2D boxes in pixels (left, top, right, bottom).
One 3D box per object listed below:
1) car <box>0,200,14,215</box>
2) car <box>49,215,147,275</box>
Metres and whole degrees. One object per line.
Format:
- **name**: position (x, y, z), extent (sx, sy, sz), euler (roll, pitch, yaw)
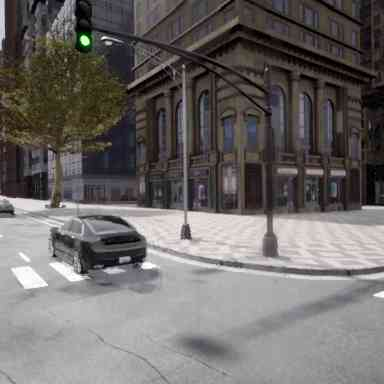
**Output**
- **car**: position (-18.136, 1.469, 31.487), extent (2.033, 1.411, 5.357), euler (-1, 1, -36)
- **car**: position (-3.135, 1.480, 10.510), extent (1.837, 1.490, 4.892), euler (-1, 1, -36)
